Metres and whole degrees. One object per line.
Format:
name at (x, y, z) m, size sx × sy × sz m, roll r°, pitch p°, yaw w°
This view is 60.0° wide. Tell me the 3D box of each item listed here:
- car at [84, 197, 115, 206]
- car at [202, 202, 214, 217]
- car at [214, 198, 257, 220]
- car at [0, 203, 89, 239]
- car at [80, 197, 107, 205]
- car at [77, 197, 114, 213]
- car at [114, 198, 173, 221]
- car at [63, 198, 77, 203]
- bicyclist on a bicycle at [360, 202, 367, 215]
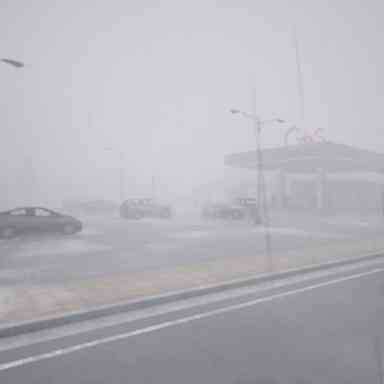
car at (-17.065, 1.751, 61.355) m, size 5.027 × 1.636 × 2.152 m, roll 1°, pitch 0°, yaw -36°
car at (2.947, 1.782, 33.550) m, size 3.806 × 1.475 × 1.970 m, roll 1°, pitch 0°, yaw -36°
car at (4.391, 1.491, 30.495) m, size 3.866 × 1.878 × 1.905 m, roll 1°, pitch 0°, yaw -36°
car at (-8.007, 1.525, 17.102) m, size 4.514 × 1.523 × 2.007 m, roll 1°, pitch 0°, yaw -36°
car at (-18.936, 1.759, 63.873) m, size 4.514 × 1.523 × 2.007 m, roll 1°, pitch 0°, yaw -36°
car at (-10.603, 1.637, 39.113) m, size 4.514 × 1.523 × 2.007 m, roll 1°, pitch 0°, yaw -36°
car at (-3.918, 1.429, 28.578) m, size 4.605 × 1.855 × 1.932 m, roll 1°, pitch 0°, yaw -36°
car at (-16.394, 1.659, 47.257) m, size 3.633 × 1.501 × 1.845 m, roll 1°, pitch 0°, yaw -36°
bicyclist on a bicycle at (21.391, 2.080, 41.559) m, size 1.656 × 1.620 × 0.582 m, roll 0°, pitch 0°, yaw -35°
